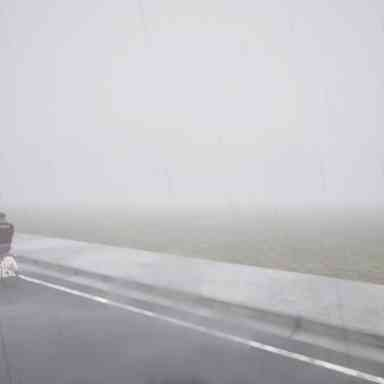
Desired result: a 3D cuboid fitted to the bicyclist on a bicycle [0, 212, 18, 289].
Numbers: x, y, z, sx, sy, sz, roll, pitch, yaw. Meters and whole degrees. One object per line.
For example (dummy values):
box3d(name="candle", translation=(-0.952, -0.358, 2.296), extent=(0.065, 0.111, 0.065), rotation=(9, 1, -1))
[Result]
box3d(name="bicyclist on a bicycle", translation=(-4.664, 1.355, 7.988), extent=(1.843, 1.776, 0.659), rotation=(0, 0, 36))
